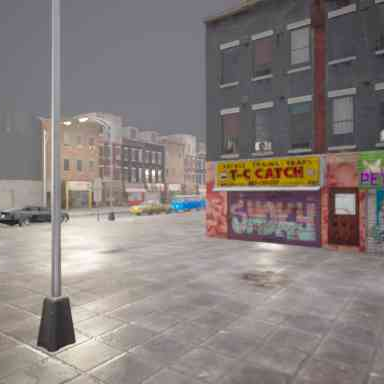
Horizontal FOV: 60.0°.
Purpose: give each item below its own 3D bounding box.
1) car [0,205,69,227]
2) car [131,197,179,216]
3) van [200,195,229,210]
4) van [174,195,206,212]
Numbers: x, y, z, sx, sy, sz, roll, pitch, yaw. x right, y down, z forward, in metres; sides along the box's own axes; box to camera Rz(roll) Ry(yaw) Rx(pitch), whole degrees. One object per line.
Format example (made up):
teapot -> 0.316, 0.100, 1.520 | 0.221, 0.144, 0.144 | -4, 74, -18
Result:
car -> -10.333, 1.522, 22.111 | 1.947, 1.339, 4.313 | 0, 0, 36
car -> -3.645, 1.449, 31.454 | 1.752, 1.417, 4.829 | 0, 0, 36
van -> 2.845, 1.234, 40.520 | 1.690, 1.788, 3.998 | 0, 0, 36
van -> -0.449, 1.249, 35.918 | 1.690, 1.788, 3.998 | 0, 0, 36
